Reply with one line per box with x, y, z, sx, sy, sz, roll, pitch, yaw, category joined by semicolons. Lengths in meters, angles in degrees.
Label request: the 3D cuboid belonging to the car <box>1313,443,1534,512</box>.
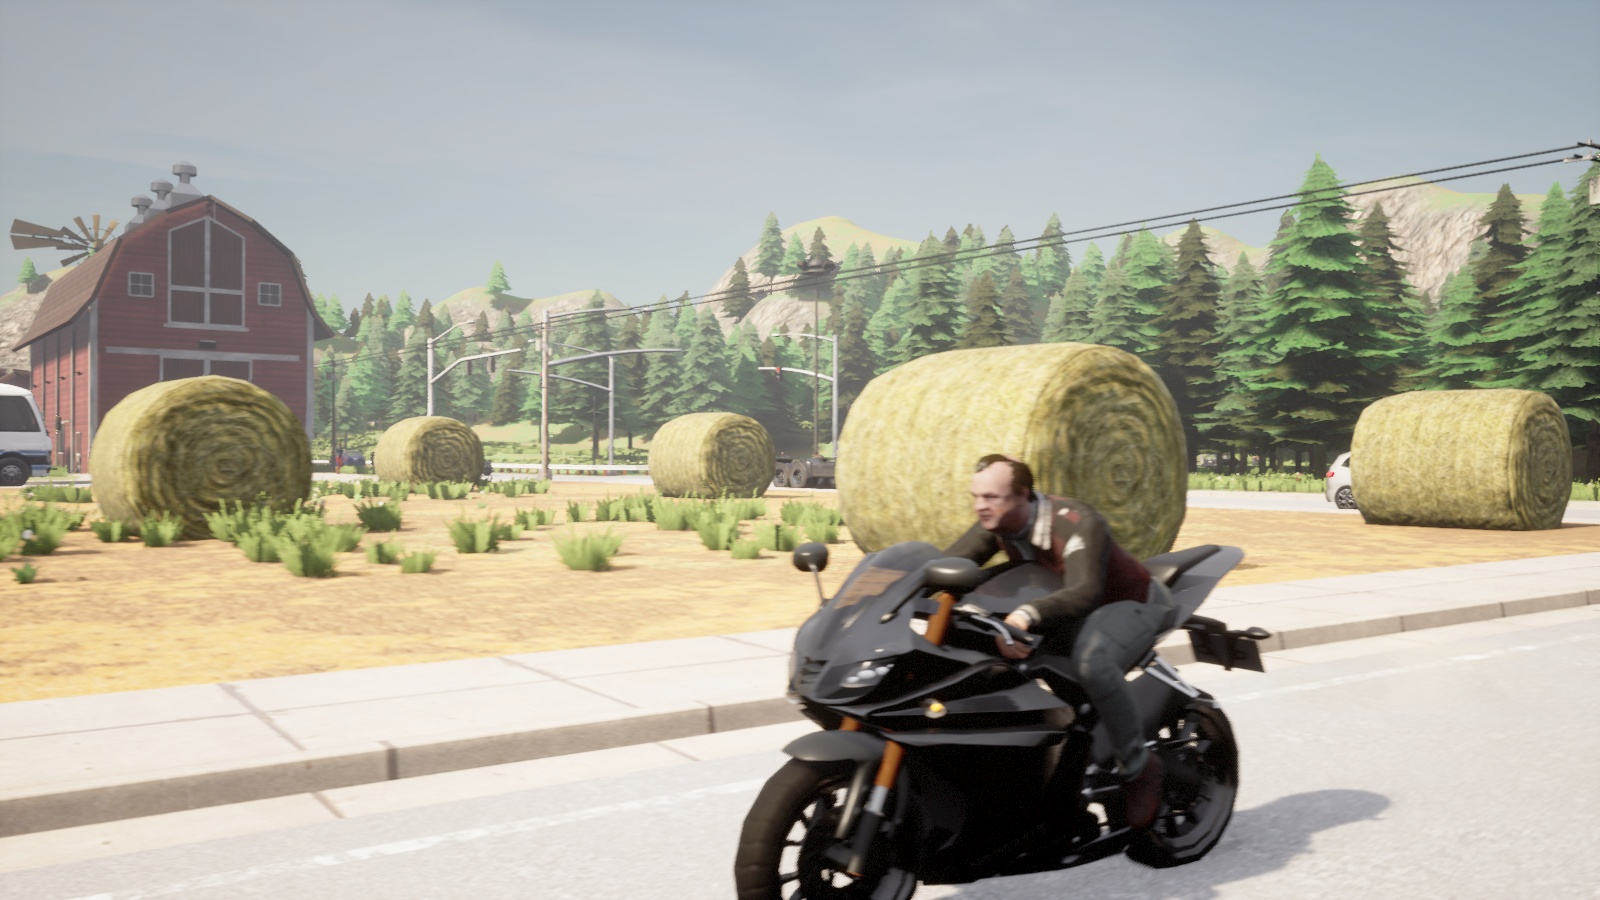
16.095;0.670;32.608;2.242;1.667;4.611;0;0;-37;car

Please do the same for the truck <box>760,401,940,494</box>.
1.874;-0.081;51.063;2.891;3.462;7.936;0;0;-37;truck

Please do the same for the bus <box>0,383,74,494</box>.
-34.126;-0.433;48.257;10.273;4.253;3.944;0;0;-39;bus

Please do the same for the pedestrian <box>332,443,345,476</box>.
-25.554;0.519;69.563;0.614;1.847;0.353;0;0;32;pedestrian

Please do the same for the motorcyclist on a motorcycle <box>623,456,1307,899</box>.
0.610;0.789;4.083;2.191;1.530;0.866;0;0;-35;motorcyclist on a motorcycle
